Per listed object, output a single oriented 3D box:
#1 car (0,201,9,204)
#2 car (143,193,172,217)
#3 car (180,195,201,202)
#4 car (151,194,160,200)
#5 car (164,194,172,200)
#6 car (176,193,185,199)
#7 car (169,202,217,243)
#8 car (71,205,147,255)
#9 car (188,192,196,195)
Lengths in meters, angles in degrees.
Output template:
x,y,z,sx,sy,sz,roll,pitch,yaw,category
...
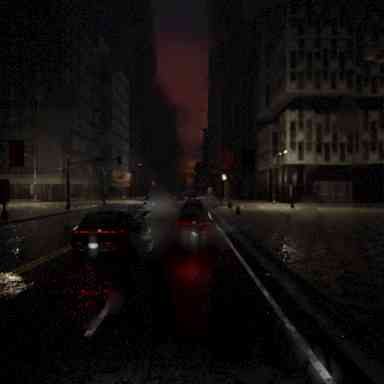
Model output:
x,y,z,sx,sy,sz,roll,pitch,yaw,category
-30.548,1.244,51.285,4.313,1.339,1.947,0,1,0,car
-3.157,1.129,30.596,2.150,2.045,5.566,0,0,0,car
0.095,1.384,31.885,1.882,1.535,5.008,0,0,0,car
-9.764,1.253,90.347,1.882,1.535,5.008,0,0,0,car
-6.513,1.276,90.346,1.837,1.490,4.892,0,0,0,car
-3.265,1.319,91.153,1.994,1.385,4.181,0,0,0,car
0.098,1.457,15.711,1.837,1.490,4.892,0,0,0,car
-3.153,1.464,13.037,1.837,1.490,4.892,0,0,0,car
-0.014,0.991,90.764,2.150,2.045,5.566,0,0,0,car
